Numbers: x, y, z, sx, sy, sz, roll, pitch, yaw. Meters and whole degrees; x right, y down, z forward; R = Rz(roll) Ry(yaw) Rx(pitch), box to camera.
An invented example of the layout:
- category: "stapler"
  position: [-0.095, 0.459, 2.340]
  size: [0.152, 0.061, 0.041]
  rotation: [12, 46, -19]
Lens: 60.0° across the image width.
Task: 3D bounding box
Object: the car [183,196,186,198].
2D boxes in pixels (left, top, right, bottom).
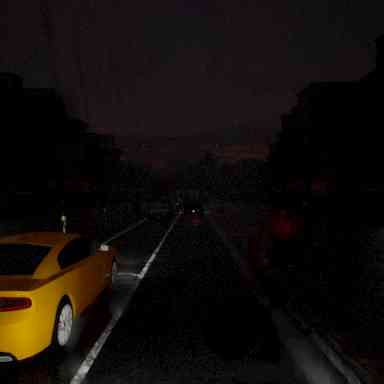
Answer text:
- category: "car"
  position: [-2.570, 1.758, 55.121]
  size: [2.008, 1.369, 4.403]
  rotation: [-2, 0, 0]

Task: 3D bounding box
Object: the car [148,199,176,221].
- category: "car"
  position: [-2.612, 1.570, 27.716]
  size: [1.752, 1.417, 4.829]
  rotation: [-1, 0, 0]

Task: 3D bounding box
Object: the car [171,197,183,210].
- category: "car"
  position: [-2.590, 1.570, 44.228]
  size: [1.967, 1.590, 4.097]
  rotation: [-2, 0, 0]

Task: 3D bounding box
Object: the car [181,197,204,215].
- category: "car"
  position: [0.152, 1.579, 34.317]
  size: [1.837, 1.490, 4.892]
  rotation: [0, 0, 0]

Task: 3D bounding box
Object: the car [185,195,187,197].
- category: "car"
  position: [-2.543, 1.925, 71.464]
  size: [1.802, 1.307, 4.206]
  rotation: [-2, 0, 0]

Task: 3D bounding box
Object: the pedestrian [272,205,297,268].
- category: "pedestrian"
  position: [2.545, 1.142, 9.155]
  size: [0.375, 1.860, 0.375]
  rotation: [1, 1, 0]

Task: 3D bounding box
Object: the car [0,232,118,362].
- category: "car"
  position: [-2.740, 1.477, 6.184]
  size: [1.882, 1.535, 5.008]
  rotation: [0, 0, 0]

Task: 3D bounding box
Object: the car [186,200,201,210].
- category: "car"
  position: [0.163, 1.738, 45.355]
  size: [1.895, 1.301, 4.718]
  rotation: [0, 0, 0]
